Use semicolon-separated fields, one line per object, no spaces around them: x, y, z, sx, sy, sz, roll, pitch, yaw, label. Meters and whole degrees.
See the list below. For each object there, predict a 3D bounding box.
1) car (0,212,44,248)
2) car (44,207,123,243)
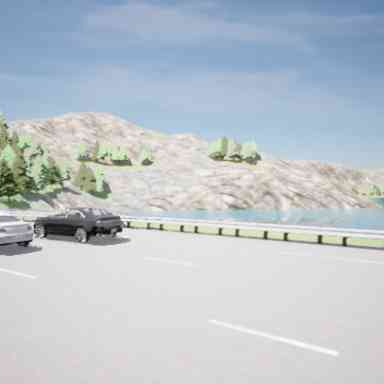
-8.301;1.509;13.342;4.674;1.442;1.812;0;0;31;car
-5.471;1.468;15.727;4.902;1.511;2.128;0;0;31;car
